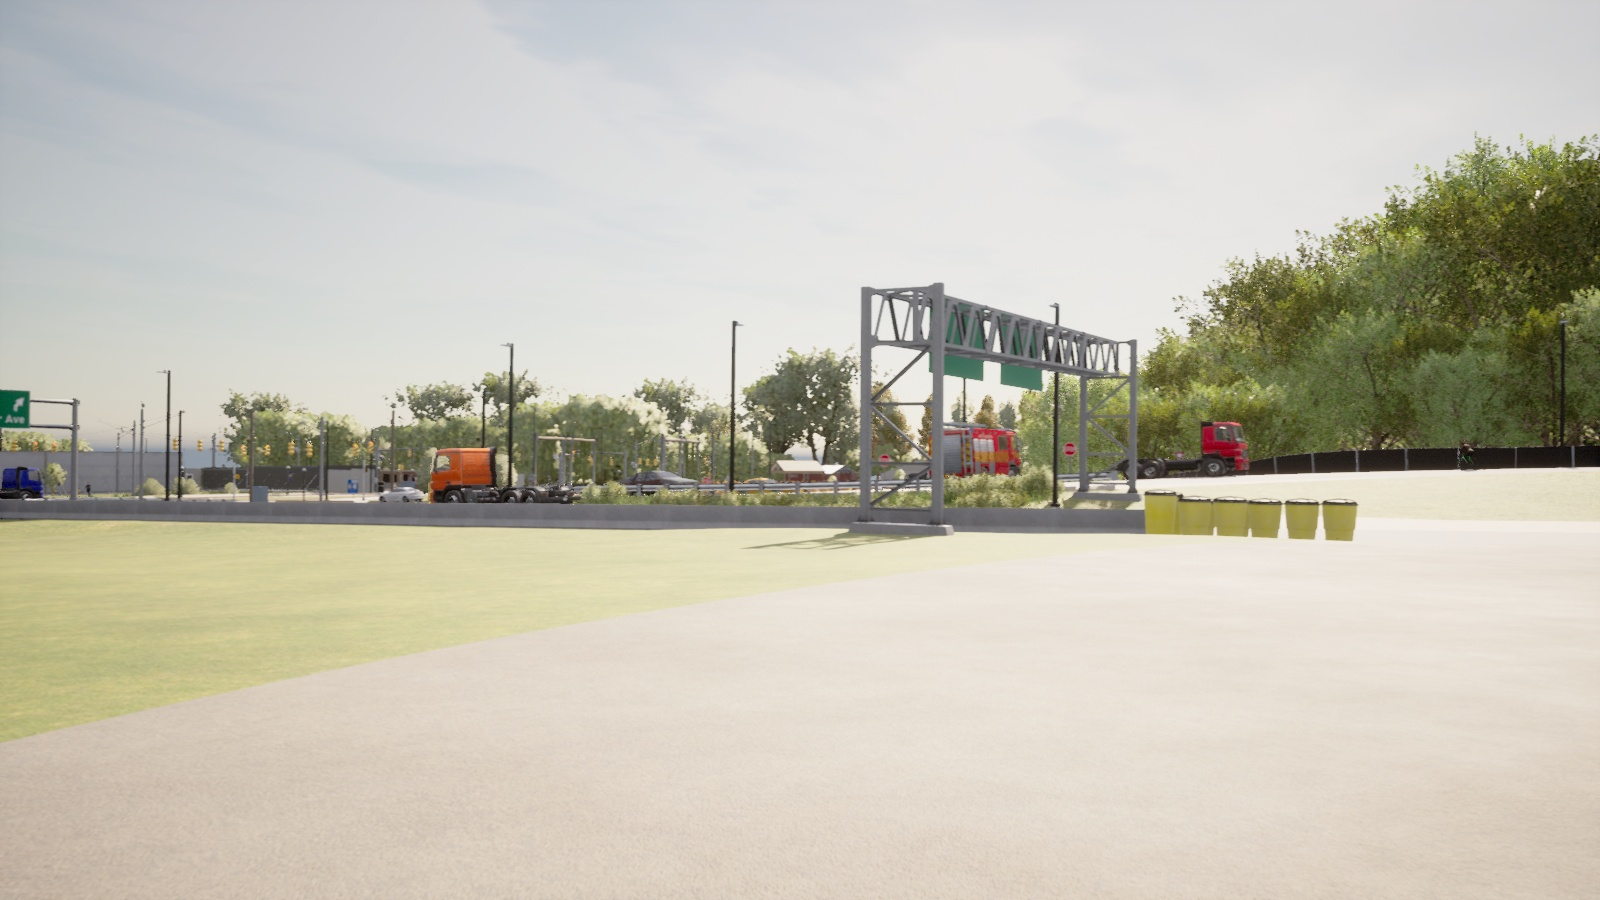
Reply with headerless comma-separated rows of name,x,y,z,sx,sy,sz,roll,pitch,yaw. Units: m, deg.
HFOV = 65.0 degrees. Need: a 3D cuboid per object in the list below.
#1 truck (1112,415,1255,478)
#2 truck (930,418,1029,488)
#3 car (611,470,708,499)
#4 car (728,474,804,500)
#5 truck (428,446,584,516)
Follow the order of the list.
truck,24.014,-0.149,78.780,7.936,3.462,2.891,-4,-2,29
truck,11.026,0.224,76.326,2.891,3.827,8.468,-4,-2,29
car,-7.726,1.912,68.863,5.357,1.411,2.033,-3,-2,39
car,-2.528,2.735,92.333,5.366,1.575,1.801,-4,-2,28
truck,-15.364,1.644,65.438,7.936,3.462,2.891,-1,-1,28
